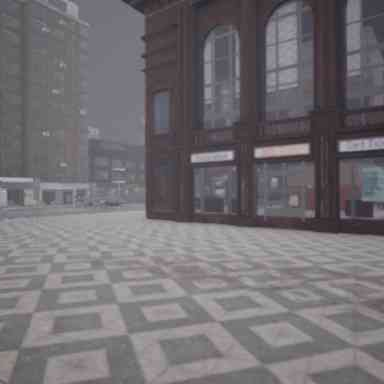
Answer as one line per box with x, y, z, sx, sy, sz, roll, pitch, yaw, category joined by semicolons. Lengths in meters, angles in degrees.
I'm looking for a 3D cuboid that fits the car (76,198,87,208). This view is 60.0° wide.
-13.922;1.444;46.798;2.128;1.511;4.902;-1;0;35;car

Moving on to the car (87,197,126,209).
-11.217;1.417;45.006;2.128;1.511;4.902;-1;0;35;car
